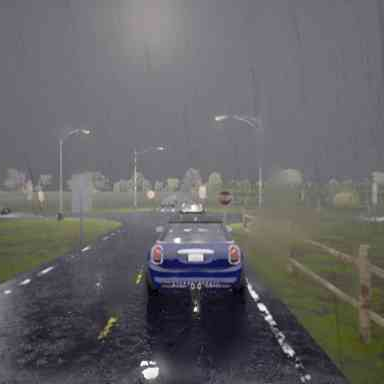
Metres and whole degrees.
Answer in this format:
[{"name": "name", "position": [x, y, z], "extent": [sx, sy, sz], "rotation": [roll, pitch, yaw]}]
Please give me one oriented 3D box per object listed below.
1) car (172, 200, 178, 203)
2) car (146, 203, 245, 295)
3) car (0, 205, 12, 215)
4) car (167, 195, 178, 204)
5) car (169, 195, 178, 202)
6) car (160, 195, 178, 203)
[{"name": "car", "position": [-0.020, 1.485, 20.894], "extent": [2.128, 1.511, 4.902], "rotation": [0, 0, -1]}, {"name": "car", "position": [0.069, 1.349, 8.854], "extent": [2.097, 1.767, 4.553], "rotation": [0, 0, 0]}, {"name": "car", "position": [-19.107, 1.545, 30.892], "extent": [4.181, 1.385, 1.994], "rotation": [0, 0, 2]}, {"name": "car", "position": [-3.785, 1.426, 64.961], "extent": [1.882, 1.535, 5.008], "rotation": [0, 0, -1]}, {"name": "car", "position": [-4.185, 1.470, 77.101], "extent": [2.033, 1.411, 5.357], "rotation": [0, 0, -2]}, {"name": "car", "position": [-3.414, 1.472, 48.135], "extent": [1.837, 1.490, 4.892], "rotation": [0, 1, -1]}]
